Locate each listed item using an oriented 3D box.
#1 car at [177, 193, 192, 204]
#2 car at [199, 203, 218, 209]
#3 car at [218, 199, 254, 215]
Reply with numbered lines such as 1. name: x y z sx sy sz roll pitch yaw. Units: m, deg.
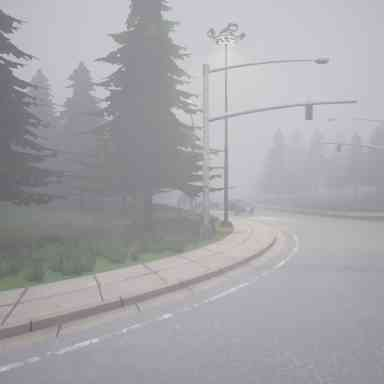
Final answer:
1. car: -0.830 1.221 54.060 2.150 2.045 5.566 0 0 -17
2. car: 2.092 1.601 43.907 1.895 1.301 4.718 0 0 -16
3. car: 4.735 1.492 34.265 2.128 1.511 4.902 0 0 -15
